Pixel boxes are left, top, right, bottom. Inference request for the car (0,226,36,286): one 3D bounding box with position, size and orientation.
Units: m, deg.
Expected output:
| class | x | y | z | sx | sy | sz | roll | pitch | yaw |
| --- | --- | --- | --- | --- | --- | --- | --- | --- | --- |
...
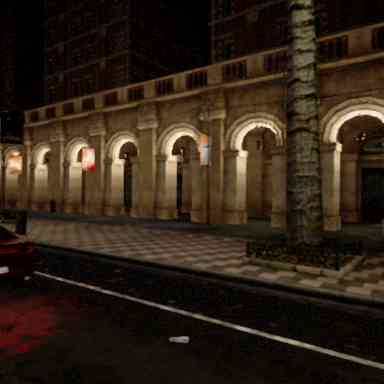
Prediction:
| class | x | y | z | sx | sy | sz | roll | pitch | yaw |
| --- | --- | --- | --- | --- | --- | --- | --- | --- | --- |
| car | -5.849 | 1.417 | 8.167 | 5.008 | 1.535 | 1.882 | 0 | 0 | 36 |
